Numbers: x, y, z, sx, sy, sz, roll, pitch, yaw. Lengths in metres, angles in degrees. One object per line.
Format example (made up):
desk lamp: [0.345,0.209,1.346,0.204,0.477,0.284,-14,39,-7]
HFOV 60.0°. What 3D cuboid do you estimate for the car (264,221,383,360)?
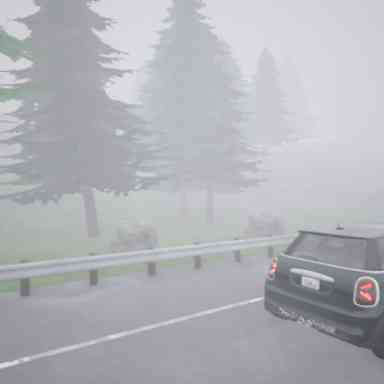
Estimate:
car: [3.486,1.347,6.051,4.553,1.767,2.097,0,0,-34]
